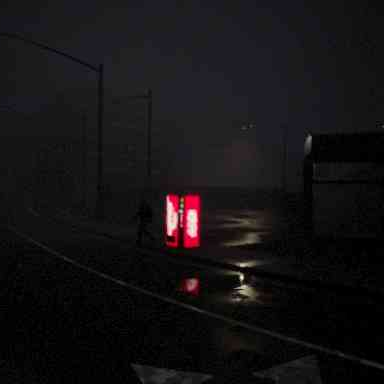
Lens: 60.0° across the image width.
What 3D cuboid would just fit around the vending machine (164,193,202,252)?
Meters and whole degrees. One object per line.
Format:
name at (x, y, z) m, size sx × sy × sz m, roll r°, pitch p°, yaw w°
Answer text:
vending machine at (-0.345, 1.083, 12.560) m, size 1.100 × 2.100 × 0.880 m, roll 0°, pitch 1°, yaw -40°

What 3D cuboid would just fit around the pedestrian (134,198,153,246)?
pedestrian at (-1.805, 1.057, 12.329) m, size 0.375 × 1.860 × 0.375 m, roll 0°, pitch 1°, yaw -39°
